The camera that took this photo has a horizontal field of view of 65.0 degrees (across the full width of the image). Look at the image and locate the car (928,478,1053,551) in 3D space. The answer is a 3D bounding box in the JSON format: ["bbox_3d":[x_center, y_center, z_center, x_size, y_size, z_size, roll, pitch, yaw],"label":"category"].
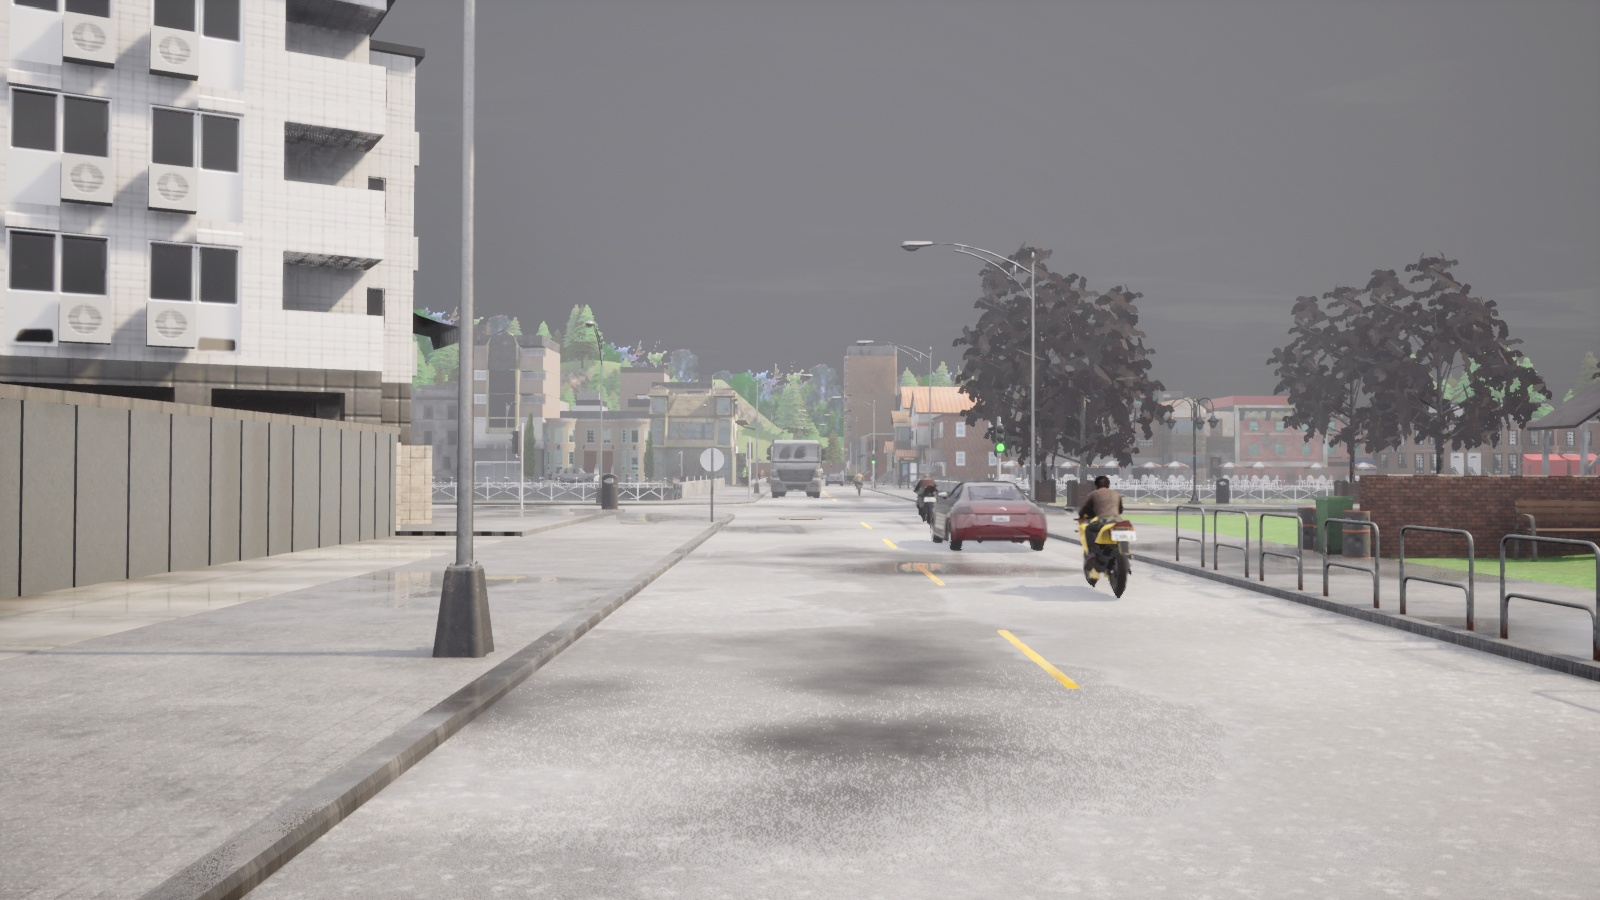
[{"bbox_3d":[3.924,1.307,26.530,1.994,1.385,4.181,0,-1,0],"label":"car"}]

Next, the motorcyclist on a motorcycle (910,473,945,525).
[{"bbox_3d":[3.877,1.477,38.399,0.866,1.530,2.191,0,-1,1],"label":"motorcyclist on a motorcycle"}]

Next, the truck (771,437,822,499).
[{"bbox_3d":[-0.218,1.085,74.708,2.891,3.462,7.936,0,-1,0],"label":"truck"}]

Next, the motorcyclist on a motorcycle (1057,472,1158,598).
[{"bbox_3d":[3.953,1.054,16.301,0.797,1.523,2.044,0,-1,0],"label":"motorcyclist on a motorcycle"}]
